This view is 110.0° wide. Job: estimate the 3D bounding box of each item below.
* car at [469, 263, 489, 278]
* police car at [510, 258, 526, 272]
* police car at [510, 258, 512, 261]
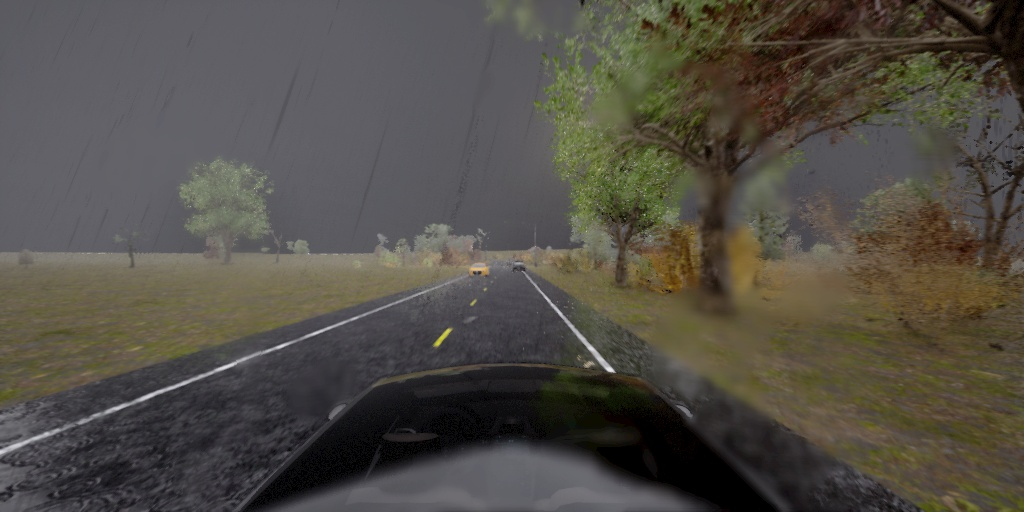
[{"bbox_3d":[-3.587,1.528,39.547,1.882,1.535,5.008,0,-1,0],"label":"car"},{"bbox_3d":[1.046,1.574,53.887,1.930,1.638,5.238,0,0,0],"label":"police car"},{"bbox_3d":[1.045,1.636,63.889,1.930,1.638,5.238,0,0,0],"label":"police car"}]
